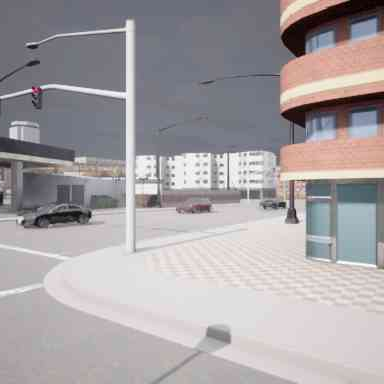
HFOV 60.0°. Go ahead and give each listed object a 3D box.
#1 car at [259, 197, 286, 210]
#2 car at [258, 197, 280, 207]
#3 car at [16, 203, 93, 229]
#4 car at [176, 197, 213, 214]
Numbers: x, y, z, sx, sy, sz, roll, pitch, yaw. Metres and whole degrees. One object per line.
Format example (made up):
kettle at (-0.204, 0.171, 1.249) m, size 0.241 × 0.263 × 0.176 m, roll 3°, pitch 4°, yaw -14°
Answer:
car at (10.870, 1.491, 43.704) m, size 2.128 × 1.511 × 4.902 m, roll 0°, pitch 0°, yaw 35°
car at (12.046, 1.531, 51.750) m, size 1.812 × 1.442 × 4.674 m, roll 0°, pitch 0°, yaw 35°
car at (-8.806, 1.491, 21.652) m, size 2.128 × 1.511 × 4.902 m, roll 0°, pitch 0°, yaw 34°
car at (0.287, 1.352, 34.873) m, size 2.097 × 1.767 × 4.553 m, roll 0°, pitch 0°, yaw 35°
